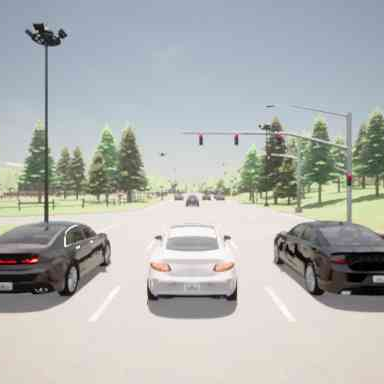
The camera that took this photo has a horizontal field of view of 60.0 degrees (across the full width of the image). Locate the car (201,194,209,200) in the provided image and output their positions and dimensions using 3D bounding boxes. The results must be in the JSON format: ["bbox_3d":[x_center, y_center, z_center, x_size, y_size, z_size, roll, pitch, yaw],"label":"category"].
[{"bbox_3d":[3.640,1.359,93.140,2.033,1.411,5.357,0,0,0],"label":"car"}]

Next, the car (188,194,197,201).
[{"bbox_3d":[0.125,1.336,83.112,2.097,1.767,4.553,0,0,0],"label":"car"}]

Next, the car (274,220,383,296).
[{"bbox_3d":[3.525,1.476,8.700,1.882,1.535,5.008,0,0,0],"label":"car"}]

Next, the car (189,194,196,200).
[{"bbox_3d":[0.140,1.319,93.146,1.837,1.490,4.892,0,0,0],"label":"car"}]

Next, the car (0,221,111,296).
[{"bbox_3d":[-3.477,1.504,8.605,1.837,1.490,4.892,0,0,0],"label":"car"}]

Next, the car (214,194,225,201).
[{"bbox_3d":[7.124,1.505,82.715,2.128,1.511,4.902,0,0,0],"label":"car"}]

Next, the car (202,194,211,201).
[{"bbox_3d":[3.625,1.336,83.107,2.097,1.767,4.553,0,0,0],"label":"car"}]

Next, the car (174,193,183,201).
[{"bbox_3d":[-3.375,1.532,83.114,1.994,1.385,4.181,0,0,0],"label":"car"}]

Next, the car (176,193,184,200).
[{"bbox_3d":[-3.360,1.175,93.121,2.097,1.767,4.553,0,0,0],"label":"car"}]

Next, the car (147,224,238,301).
[{"bbox_3d":[0.019,1.525,8.210,1.812,1.442,4.674,0,0,0],"label":"car"}]

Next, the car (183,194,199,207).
[{"bbox_3d":[0.078,1.345,52.083,2.097,1.767,4.553,0,0,0],"label":"car"}]

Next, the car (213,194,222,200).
[{"bbox_3d":[7.140,1.372,93.135,1.994,1.385,4.181,0,0,0],"label":"car"}]
